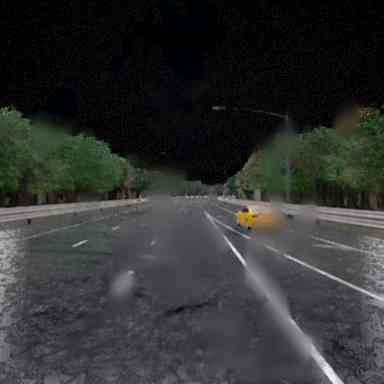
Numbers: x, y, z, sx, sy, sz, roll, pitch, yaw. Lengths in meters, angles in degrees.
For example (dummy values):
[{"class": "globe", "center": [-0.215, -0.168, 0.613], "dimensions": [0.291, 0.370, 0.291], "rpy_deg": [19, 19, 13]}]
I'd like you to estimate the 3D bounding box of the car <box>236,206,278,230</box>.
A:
[{"class": "car", "center": [4.371, 1.718, 23.018], "dimensions": [1.882, 1.535, 5.008], "rpy_deg": [0, -1, -4]}]
